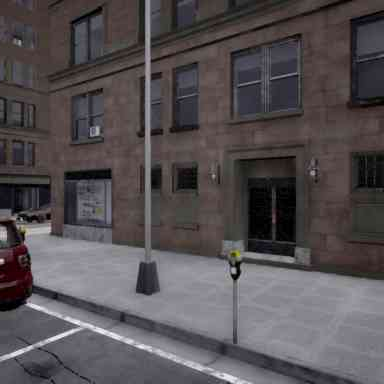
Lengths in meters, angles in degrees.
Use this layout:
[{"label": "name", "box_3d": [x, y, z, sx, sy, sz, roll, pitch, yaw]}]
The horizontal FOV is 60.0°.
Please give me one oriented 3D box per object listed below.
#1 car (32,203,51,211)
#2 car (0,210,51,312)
[{"label": "car", "box_3d": [-10.254, 1.503, 25.184, 2.033, 1.411, 5.357, 0, 0, 36]}, {"label": "car", "box_3d": [-5.082, 1.315, 6.423, 5.009, 1.841, 2.192, 0, 0, 35]}]
